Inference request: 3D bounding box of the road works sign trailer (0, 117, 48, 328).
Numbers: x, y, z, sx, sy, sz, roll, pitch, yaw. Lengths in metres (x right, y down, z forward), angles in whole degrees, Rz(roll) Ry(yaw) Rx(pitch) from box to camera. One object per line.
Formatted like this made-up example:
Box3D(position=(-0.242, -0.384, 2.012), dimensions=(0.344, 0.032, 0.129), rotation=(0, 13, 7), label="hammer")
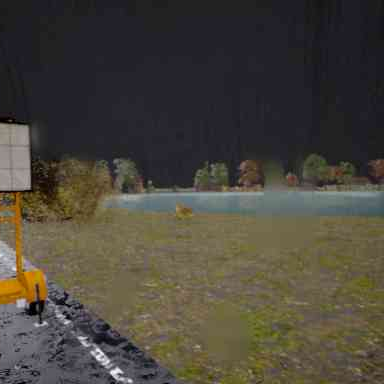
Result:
Box3D(position=(-4.138, 0.429, 5.892), dimensions=(2.380, 3.560, 2.880), rotation=(-2, 1, -37), label="road works sign trailer")
